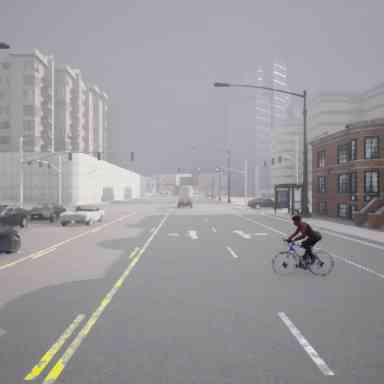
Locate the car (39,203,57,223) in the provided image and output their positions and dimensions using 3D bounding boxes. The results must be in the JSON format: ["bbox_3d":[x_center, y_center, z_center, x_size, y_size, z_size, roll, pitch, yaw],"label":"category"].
[{"bbox_3d":[-11.075,1.568,25.530,1.994,1.385,4.181,0,0,-1],"label":"car"}]

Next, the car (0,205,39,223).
[{"bbox_3d":[-11.006,1.493,18.898,2.128,1.511,4.902,0,0,-1],"label":"car"}]

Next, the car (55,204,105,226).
[{"bbox_3d":[-7.597,1.601,23.336,1.895,1.301,4.718,0,0,-1],"label":"car"}]

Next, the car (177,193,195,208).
[{"bbox_3d":[-0.992,1.352,47.448,2.097,1.767,4.553,0,0,-1],"label":"car"}]

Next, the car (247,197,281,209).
[{"bbox_3d":[9.766,1.505,44.019,4.892,1.490,1.837,0,0,-8],"label":"car"}]

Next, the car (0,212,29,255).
[{"bbox_3d":[-7.320,1.563,10.638,1.994,1.385,4.181,0,0,-1],"label":"car"}]

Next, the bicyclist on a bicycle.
[{"bbox_3d":[2.948,1.452,8.856,1.656,1.620,0.582,-1,0,-1],"label":"bicyclist on a bicycle"}]
